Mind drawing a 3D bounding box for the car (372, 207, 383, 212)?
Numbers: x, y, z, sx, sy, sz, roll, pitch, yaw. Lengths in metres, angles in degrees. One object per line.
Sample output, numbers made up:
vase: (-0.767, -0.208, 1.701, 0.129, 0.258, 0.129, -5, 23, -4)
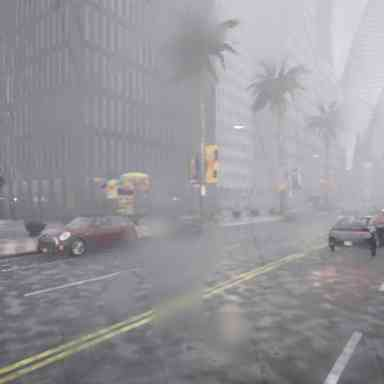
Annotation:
car: (16.746, 2.250, 27.798, 1.994, 1.385, 4.181, -2, -2, 36)

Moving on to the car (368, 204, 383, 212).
car: (26.977, 2.549, 48.184, 2.097, 1.767, 4.553, -2, -2, 36)

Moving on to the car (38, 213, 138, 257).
car: (-4.701, 1.839, 15.486, 2.185, 1.767, 4.553, -2, -2, 36)

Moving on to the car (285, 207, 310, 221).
car: (12.508, 2.525, 39.283, 2.231, 1.521, 4.892, -2, -2, 36)

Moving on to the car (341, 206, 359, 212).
car: (23.262, 2.773, 49.026, 1.812, 1.442, 4.674, -2, -2, 36)

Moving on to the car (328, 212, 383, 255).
car: (7.684, 1.883, 15.262, 2.128, 1.511, 4.902, -2, -2, 36)
